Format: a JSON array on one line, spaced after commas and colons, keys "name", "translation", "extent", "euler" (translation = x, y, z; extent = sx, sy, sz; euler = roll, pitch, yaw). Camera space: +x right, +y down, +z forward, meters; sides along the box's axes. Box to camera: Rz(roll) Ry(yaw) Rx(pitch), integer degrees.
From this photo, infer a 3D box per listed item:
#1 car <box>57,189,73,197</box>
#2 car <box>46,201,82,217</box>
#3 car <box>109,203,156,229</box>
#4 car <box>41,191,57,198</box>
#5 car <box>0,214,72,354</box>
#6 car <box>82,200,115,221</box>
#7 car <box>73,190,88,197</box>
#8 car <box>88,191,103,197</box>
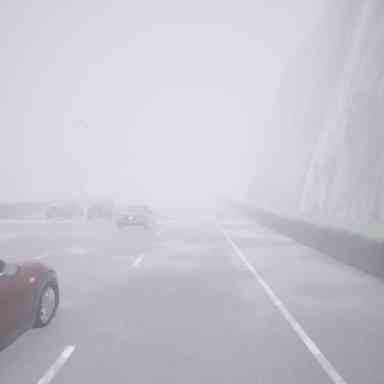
[{"name": "car", "translation": [-28.025, 0.223, 75.073], "extent": [2.097, 1.767, 4.553], "euler": [0, 1, 0]}, {"name": "car", "translation": [-10.414, 1.440, 27.488], "extent": [1.812, 1.442, 4.674], "euler": [0, 0, 0]}, {"name": "car", "translation": [-3.424, 1.507, 21.137], "extent": [2.033, 1.411, 5.357], "euler": [0, 0, 0]}, {"name": "car", "translation": [-31.525, 0.582, 74.015], "extent": [2.033, 1.411, 5.357], "euler": [0, 1, 0]}, {"name": "car", "translation": [-3.430, 1.356, 4.141], "extent": [2.097, 1.767, 4.553], "euler": [0, 0, 0]}, {"name": "car", "translation": [-6.916, 1.426, 26.585], "extent": [1.837, 1.490, 4.892], "euler": [0, 0, 0]}, {"name": "car", "translation": [-24.525, 0.369, 75.047], "extent": [1.837, 1.490, 4.892], "euler": [0, 1, 0]}, {"name": "car", "translation": [-21.025, 0.568, 74.018], "extent": [1.812, 1.442, 4.674], "euler": [0, 1, 0]}]
